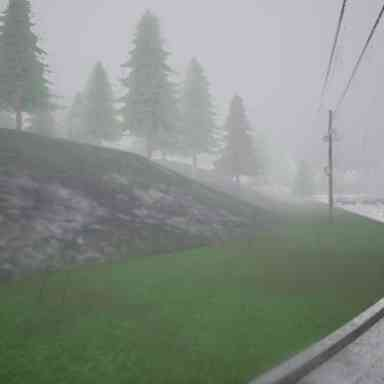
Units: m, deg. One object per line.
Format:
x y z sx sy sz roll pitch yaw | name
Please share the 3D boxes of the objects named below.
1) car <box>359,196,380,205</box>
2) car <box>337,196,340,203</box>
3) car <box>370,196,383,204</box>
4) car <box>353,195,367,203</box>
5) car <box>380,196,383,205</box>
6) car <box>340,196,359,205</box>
33.908 1.786 63.792 2.128 1.511 4.902 0 0 18 | car
33.505 1.587 73.992 2.097 1.767 4.553 0 0 18 | car
40.307 1.698 72.277 1.837 1.490 4.892 0 0 18 | car
36.965 1.571 73.319 2.097 1.767 4.553 0 0 18 | car
37.231 1.837 62.690 1.895 1.301 4.718 0 0 18 | car
30.448 1.830 64.465 1.994 1.385 4.181 0 0 18 | car
